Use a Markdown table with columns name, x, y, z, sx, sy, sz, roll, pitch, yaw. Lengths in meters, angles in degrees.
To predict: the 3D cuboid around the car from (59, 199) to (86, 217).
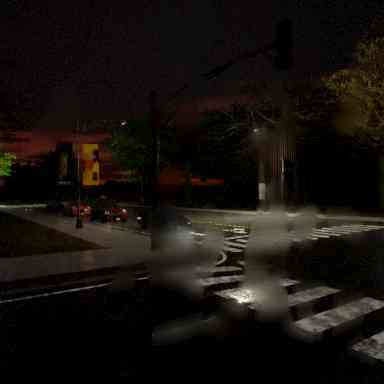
| name | x | y | z | sx | sy | sz | roll | pitch | yaw |
| --- | --- | --- | --- | --- | --- | --- | --- | --- | --- |
| car | -13.112 | 1.812 | 37.810 | 2.097 | 1.767 | 4.553 | -1 | 0 | -35 |

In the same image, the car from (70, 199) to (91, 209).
| name | x | y | z | sx | sy | sz | roll | pitch | yaw |
| --- | --- | --- | --- | --- | --- | --- | --- | --- | --- |
| car | -19.666 | 2.079 | 58.679 | 2.033 | 1.411 | 5.357 | -1 | 0 | -35 |

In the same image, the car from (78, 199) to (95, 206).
| name | x | y | z | sx | sy | sz | roll | pitch | yaw |
| --- | --- | --- | --- | --- | --- | --- | --- | --- | --- |
| car | -21.161 | 2.100 | 66.657 | 1.994 | 1.385 | 4.181 | -1 | 0 | -35 |

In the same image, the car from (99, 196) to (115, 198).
| name | x | y | z | sx | sy | sz | roll | pitch | yaw |
| --- | --- | --- | --- | --- | --- | --- | --- | --- | --- |
| car | -13.807 | 1.782 | 50.366 | 2.097 | 1.767 | 4.553 | -1 | 0 | -35 |

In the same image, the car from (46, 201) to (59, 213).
| name | x | y | z | sx | sy | sz | roll | pitch | yaw |
| --- | --- | --- | --- | --- | --- | --- | --- | --- | --- |
| car | -18.865 | 2.035 | 46.116 | 1.882 | 1.535 | 5.008 | -1 | 0 | -35 |

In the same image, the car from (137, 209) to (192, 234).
| name | x | y | z | sx | sy | sz | roll | pitch | yaw |
| --- | --- | --- | --- | --- | --- | --- | --- | --- | --- |
| car | -2.010 | 1.820 | 22.034 | 2.033 | 1.411 | 5.357 | -1 | 0 | -29 |

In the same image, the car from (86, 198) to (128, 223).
| name | x | y | z | sx | sy | sz | roll | pitch | yaw |
| --- | --- | --- | --- | --- | --- | --- | --- | --- | --- |
| car | -7.505 | 1.717 | 29.788 | 2.097 | 1.767 | 4.553 | -1 | 0 | -35 |

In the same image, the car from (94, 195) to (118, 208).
| name | x | y | z | sx | sy | sz | roll | pitch | yaw |
| --- | --- | --- | --- | --- | --- | --- | --- | --- | --- |
| car | -15.047 | 1.653 | 57.910 | 2.150 | 2.045 | 5.566 | -1 | 0 | -35 |
